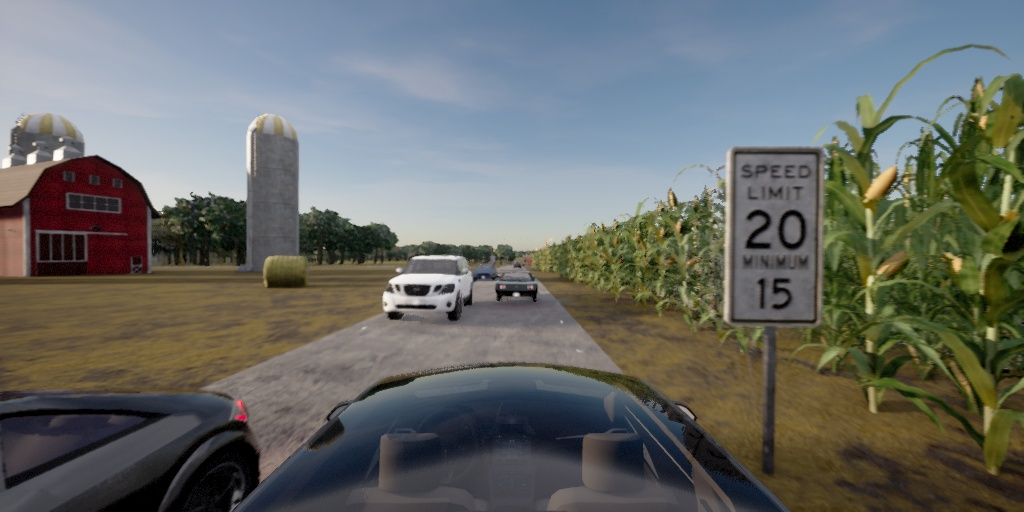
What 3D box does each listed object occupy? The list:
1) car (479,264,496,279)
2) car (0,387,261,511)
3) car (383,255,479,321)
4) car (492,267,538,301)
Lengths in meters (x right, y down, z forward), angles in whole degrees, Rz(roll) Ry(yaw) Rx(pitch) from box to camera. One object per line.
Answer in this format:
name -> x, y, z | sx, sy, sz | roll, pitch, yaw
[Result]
car -> -2.313, 1.442, 32.493 | 2.033, 1.411, 5.357 | 1, -1, 1
car -> -2.890, 1.288, 0.945 | 1.994, 1.385, 4.181 | 1, 0, 1
car -> -2.681, 0.969, 12.876 | 2.150, 2.045, 5.566 | 1, 0, 1
car -> 0.236, 1.396, 17.800 | 1.895, 1.301, 4.718 | 1, 0, 1
